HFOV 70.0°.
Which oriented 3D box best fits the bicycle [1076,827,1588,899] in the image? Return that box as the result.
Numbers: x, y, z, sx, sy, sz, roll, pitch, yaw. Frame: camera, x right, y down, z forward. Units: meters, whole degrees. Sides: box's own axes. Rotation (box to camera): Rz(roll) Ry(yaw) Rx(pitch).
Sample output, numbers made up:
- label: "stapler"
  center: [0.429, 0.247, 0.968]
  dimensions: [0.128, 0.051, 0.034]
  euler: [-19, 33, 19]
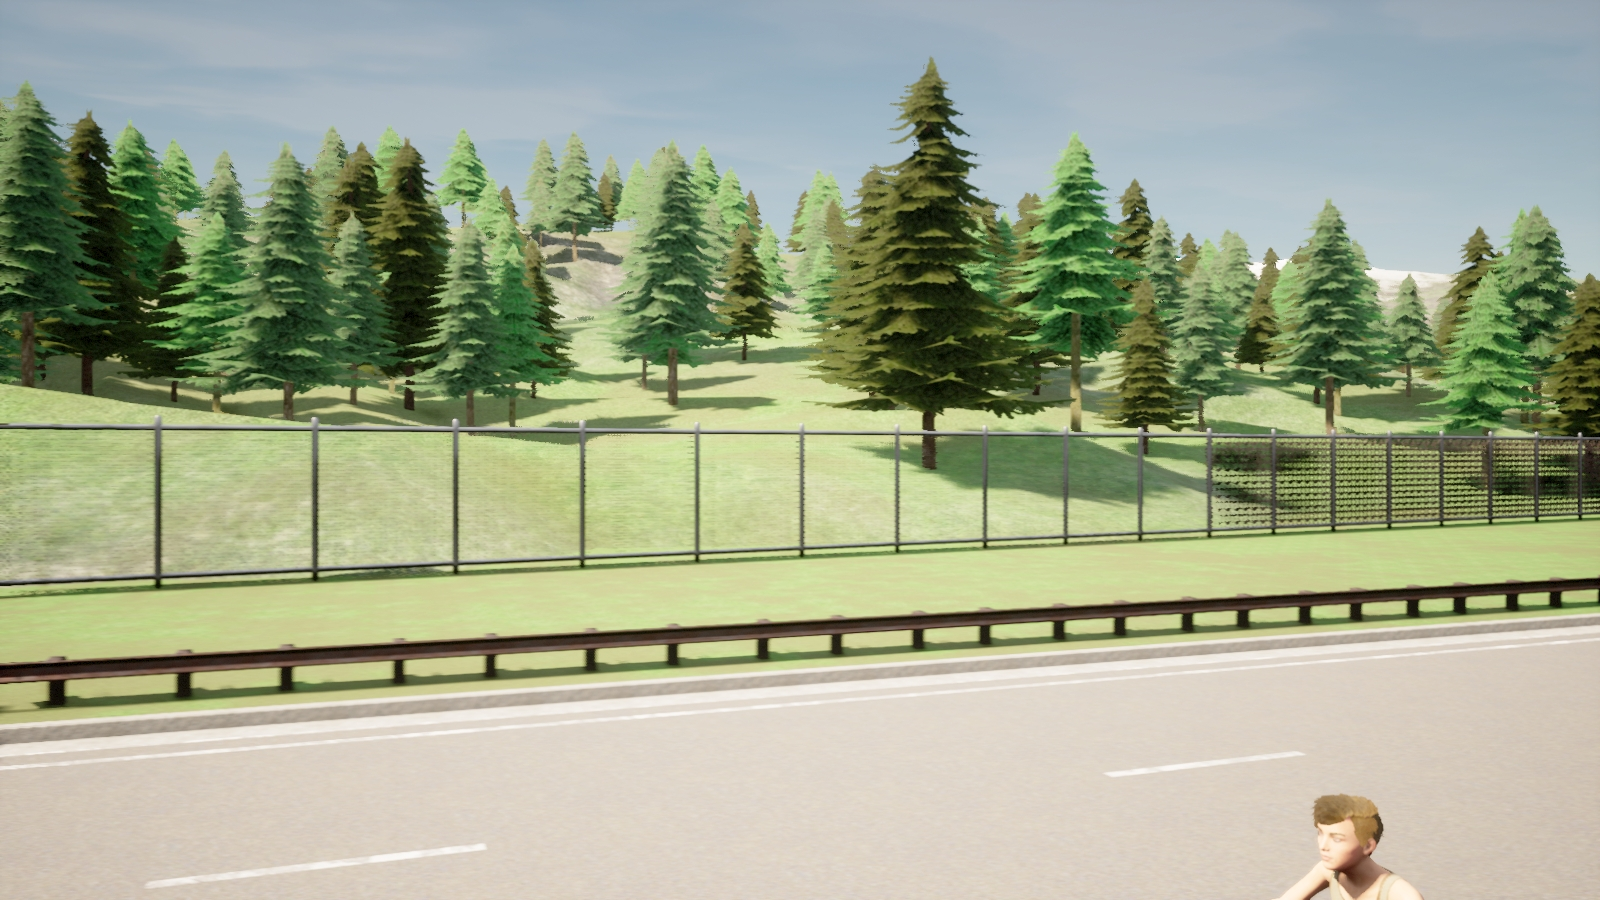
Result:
- label: "bicycle"
  center: [1.837, 2.158, 3.955]
  dimensions: [1.487, 1.277, 0.859]
  euler: [0, 0, -20]
